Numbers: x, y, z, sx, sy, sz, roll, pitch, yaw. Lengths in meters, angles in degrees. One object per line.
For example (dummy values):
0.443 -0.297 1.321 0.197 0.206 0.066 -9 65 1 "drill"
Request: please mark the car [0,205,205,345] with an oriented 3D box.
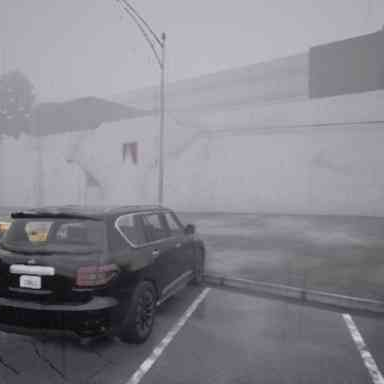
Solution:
-1.311 1.268 6.765 2.435 2.045 5.566 0 -1 16 "car"
